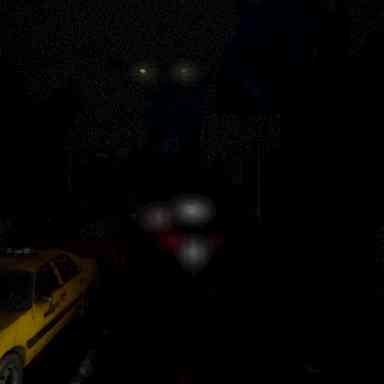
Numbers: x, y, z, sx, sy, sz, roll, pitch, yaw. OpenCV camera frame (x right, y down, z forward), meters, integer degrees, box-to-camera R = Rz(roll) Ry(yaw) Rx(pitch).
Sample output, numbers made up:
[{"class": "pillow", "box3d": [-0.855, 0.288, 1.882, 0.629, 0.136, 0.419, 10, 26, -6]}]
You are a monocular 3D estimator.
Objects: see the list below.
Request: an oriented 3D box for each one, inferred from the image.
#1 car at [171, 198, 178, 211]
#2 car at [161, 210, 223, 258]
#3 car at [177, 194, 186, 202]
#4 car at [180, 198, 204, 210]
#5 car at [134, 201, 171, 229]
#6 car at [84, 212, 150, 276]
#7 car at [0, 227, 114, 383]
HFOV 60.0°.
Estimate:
[{"class": "car", "box3d": [-2.624, 1.577, 31.852, 1.947, 1.339, 4.313, 0, 0, 0]}, {"class": "car", "box3d": [0.064, 1.600, 12.762, 1.895, 1.301, 4.718, 0, 0, 0]}, {"class": "car", "box3d": [-2.618, 1.611, 69.452, 1.752, 1.417, 4.829, 0, 0, 0]}, {"class": "car", "box3d": [0.082, 1.535, 29.743, 1.812, 1.442, 4.674, 0, 0, 1]}, {"class": "car", "box3d": [-2.625, 1.443, 21.091, 1.967, 1.590, 4.097, 1, 0, 0]}, {"class": "car", "box3d": [-2.628, 1.544, 10.331, 1.887, 1.381, 4.507, 1, 0, 0]}, {"class": "car", "box3d": [-2.628, 1.524, 4.781, 1.752, 1.417, 4.829, 1, 0, 0]}]
